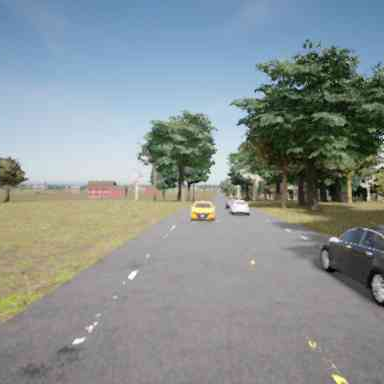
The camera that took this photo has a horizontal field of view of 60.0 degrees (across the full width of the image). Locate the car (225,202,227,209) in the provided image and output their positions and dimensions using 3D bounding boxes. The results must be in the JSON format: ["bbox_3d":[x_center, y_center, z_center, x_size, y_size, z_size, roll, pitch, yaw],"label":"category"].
[{"bbox_3d":[5.573,1.663,45.792,1.895,1.301,4.718,1,0,5],"label":"car"}]

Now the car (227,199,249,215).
[{"bbox_3d":[4.891,1.581,34.543,1.812,1.442,4.674,1,0,4],"label":"car"}]

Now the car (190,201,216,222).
[{"bbox_3d":[0.902,1.492,27.060,1.882,1.535,5.008,1,0,3],"label":"car"}]

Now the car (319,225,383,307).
[{"bbox_3d":[4.686,1.553,8.057,1.837,1.490,4.892,1,0,1],"label":"car"}]
